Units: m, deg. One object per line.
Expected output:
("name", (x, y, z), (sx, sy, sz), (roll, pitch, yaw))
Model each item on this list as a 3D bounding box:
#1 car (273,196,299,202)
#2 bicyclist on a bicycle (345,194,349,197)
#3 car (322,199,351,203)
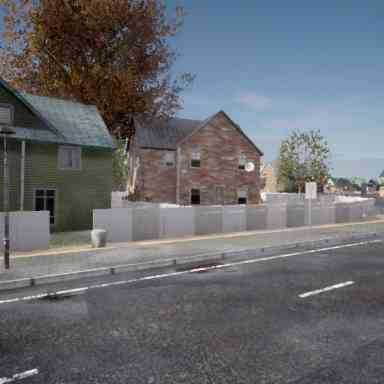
("car", (12.941, 1.010, 46.191), (1.882, 1.535, 5.008), (1, 1, -20))
("bicyclist on a bicycle", (20.170, 1.036, 43.373), (1.656, 1.620, 0.582), (1, 0, -20))
("car", (16.256, 1.190, 36.867), (1.837, 1.490, 4.892), (1, 1, -20))
